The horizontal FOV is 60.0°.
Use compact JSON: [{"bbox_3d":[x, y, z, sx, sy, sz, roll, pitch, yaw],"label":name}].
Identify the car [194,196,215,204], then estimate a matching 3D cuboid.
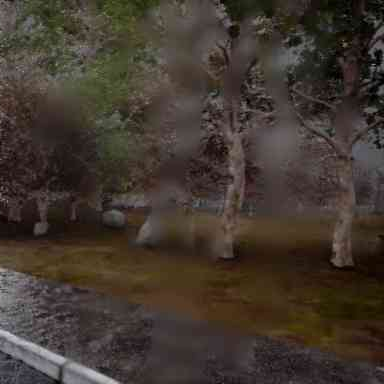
[{"bbox_3d":[2.970,2.205,91.713,2.435,2.045,5.566,5,1,43],"label":"car"}]
